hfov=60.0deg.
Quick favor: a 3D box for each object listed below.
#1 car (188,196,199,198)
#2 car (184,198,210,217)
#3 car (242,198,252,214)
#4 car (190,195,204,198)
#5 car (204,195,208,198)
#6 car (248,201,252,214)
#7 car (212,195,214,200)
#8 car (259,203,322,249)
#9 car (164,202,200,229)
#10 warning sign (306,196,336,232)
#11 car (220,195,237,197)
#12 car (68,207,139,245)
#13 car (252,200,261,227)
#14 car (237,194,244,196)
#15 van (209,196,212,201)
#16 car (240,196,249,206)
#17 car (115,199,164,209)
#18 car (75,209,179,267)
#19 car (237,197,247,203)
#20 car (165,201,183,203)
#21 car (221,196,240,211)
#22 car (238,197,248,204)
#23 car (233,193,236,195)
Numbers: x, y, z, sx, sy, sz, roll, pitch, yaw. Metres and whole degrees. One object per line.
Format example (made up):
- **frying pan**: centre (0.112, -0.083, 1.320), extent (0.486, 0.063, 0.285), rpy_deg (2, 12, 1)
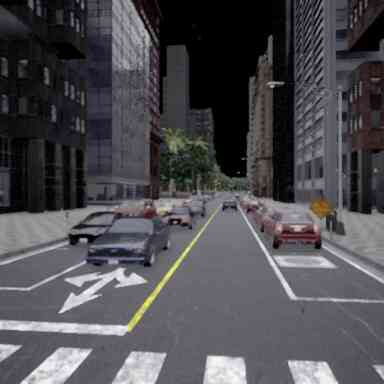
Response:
- **car**: centre (-0.454, 1.691, 48.051), extent (1.802, 1.307, 4.206), rpy_deg (0, 0, 7)
- **car**: centre (0.388, 1.574, 31.904), extent (1.837, 1.490, 4.892), rpy_deg (0, 0, 7)
- **car**: centre (6.776, 1.620, 36.290), extent (1.887, 1.381, 4.507), rpy_deg (0, 0, 7)
- **car**: centre (0.165, 1.438, 53.442), extent (2.192, 1.841, 5.009), rpy_deg (0, 0, 7)
- **car**: centre (1.403, 1.469, 64.223), extent (2.192, 1.841, 5.009), rpy_deg (0, 0, 7)
- **car**: centre (5.538, 1.633, 25.511), extent (1.802, 1.307, 4.206), rpy_deg (0, 0, 7)
- **car**: centre (3.881, 1.658, 85.785), extent (1.967, 1.590, 4.097), rpy_deg (0, 0, 7)
- **car**: centre (4.299, 1.469, 14.732), extent (1.967, 1.590, 4.097), rpy_deg (0, 0, 7)
- **car**: centre (-0.796, 1.611, 21.780), extent (1.994, 1.385, 4.181), rpy_deg (0, 0, 6)
- **warning sign**: centre (7.014, 1.150, 18.115), extent (1.300, 1.860, 1.060), rpy_deg (0, 0, 7)
- **car**: centre (5.763, 1.663, 51.644), extent (2.033, 1.411, 5.357), rpy_deg (0, 0, 7)
- **car**: centre (-4.169, 1.602, 15.708), extent (1.947, 1.339, 4.313), rpy_deg (0, 0, 7)
- **car**: centre (4.918, 1.480, 20.122), extent (1.967, 1.590, 4.097), rpy_deg (0, 0, 7)
- **car**: centre (9.252, 1.571, 57.848), extent (1.967, 1.590, 4.097), rpy_deg (0, 0, 7)
- **van**: centre (3.261, 1.544, 80.395), extent (1.690, 1.788, 3.998), rpy_deg (0, 0, 7)
- **car**: centre (8.034, 1.628, 47.238), extent (1.752, 1.417, 4.829), rpy_deg (0, 0, 7)
- **car**: centre (-3.551, 1.362, 21.099), extent (2.192, 1.841, 5.009), rpy_deg (0, 0, 7)
- **car**: centre (-1.934, 1.574, 11.891), extent (2.033, 1.411, 5.357), rpy_deg (0, 0, 6)
- **car**: centre (11.111, 1.730, 74.016), extent (2.008, 1.369, 4.403), rpy_deg (0, 0, 7)
- **car**: centre (-2.331, 1.595, 31.710), extent (1.752, 1.417, 4.829), rpy_deg (0, 0, 7)
- **car**: centre (4.707, 1.595, 41.581), extent (1.837, 1.490, 4.892), rpy_deg (0, 0, 6)
- **car**: centre (10.490, 1.708, 68.628), extent (1.887, 1.381, 4.507), rpy_deg (0, 0, 7)
- **car**: centre (12.349, 1.526, 84.797), extent (2.192, 1.841, 5.009), rpy_deg (0, 0, 7)
